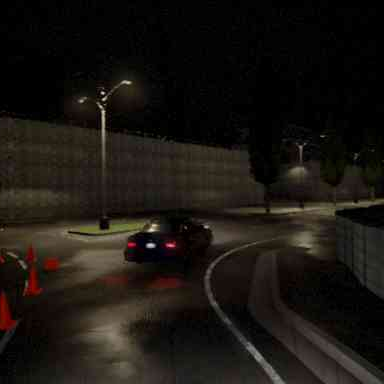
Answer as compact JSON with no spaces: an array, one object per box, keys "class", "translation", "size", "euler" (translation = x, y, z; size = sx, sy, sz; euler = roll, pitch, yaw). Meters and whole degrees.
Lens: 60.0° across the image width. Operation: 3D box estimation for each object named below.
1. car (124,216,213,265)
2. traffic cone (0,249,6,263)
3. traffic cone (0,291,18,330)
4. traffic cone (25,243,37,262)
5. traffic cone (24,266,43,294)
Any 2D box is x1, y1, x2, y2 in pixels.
[{"class":"car","translation":[-0.590,1.567,11.887],"size":[2.033,1.411,5.357],"euler":[-1,0,13]},{"class":"traffic cone","translation":[-6.471,2.056,11.137],"size":[0.340,0.580,0.340],"euler":[-1,0,-12]},{"class":"traffic cone","translation":[-3.225,2.006,5.709],"size":[0.340,0.580,0.340],"euler":[-1,0,-12]},{"class":"traffic cone","translation":[-5.494,2.043,11.353],"size":[0.340,0.580,0.340],"euler":[-1,0,-12]},{"class":"traffic cone","translation":[-3.656,2.014,7.662],"size":[0.340,0.580,0.340],"euler":[-1,0,-12]}]
